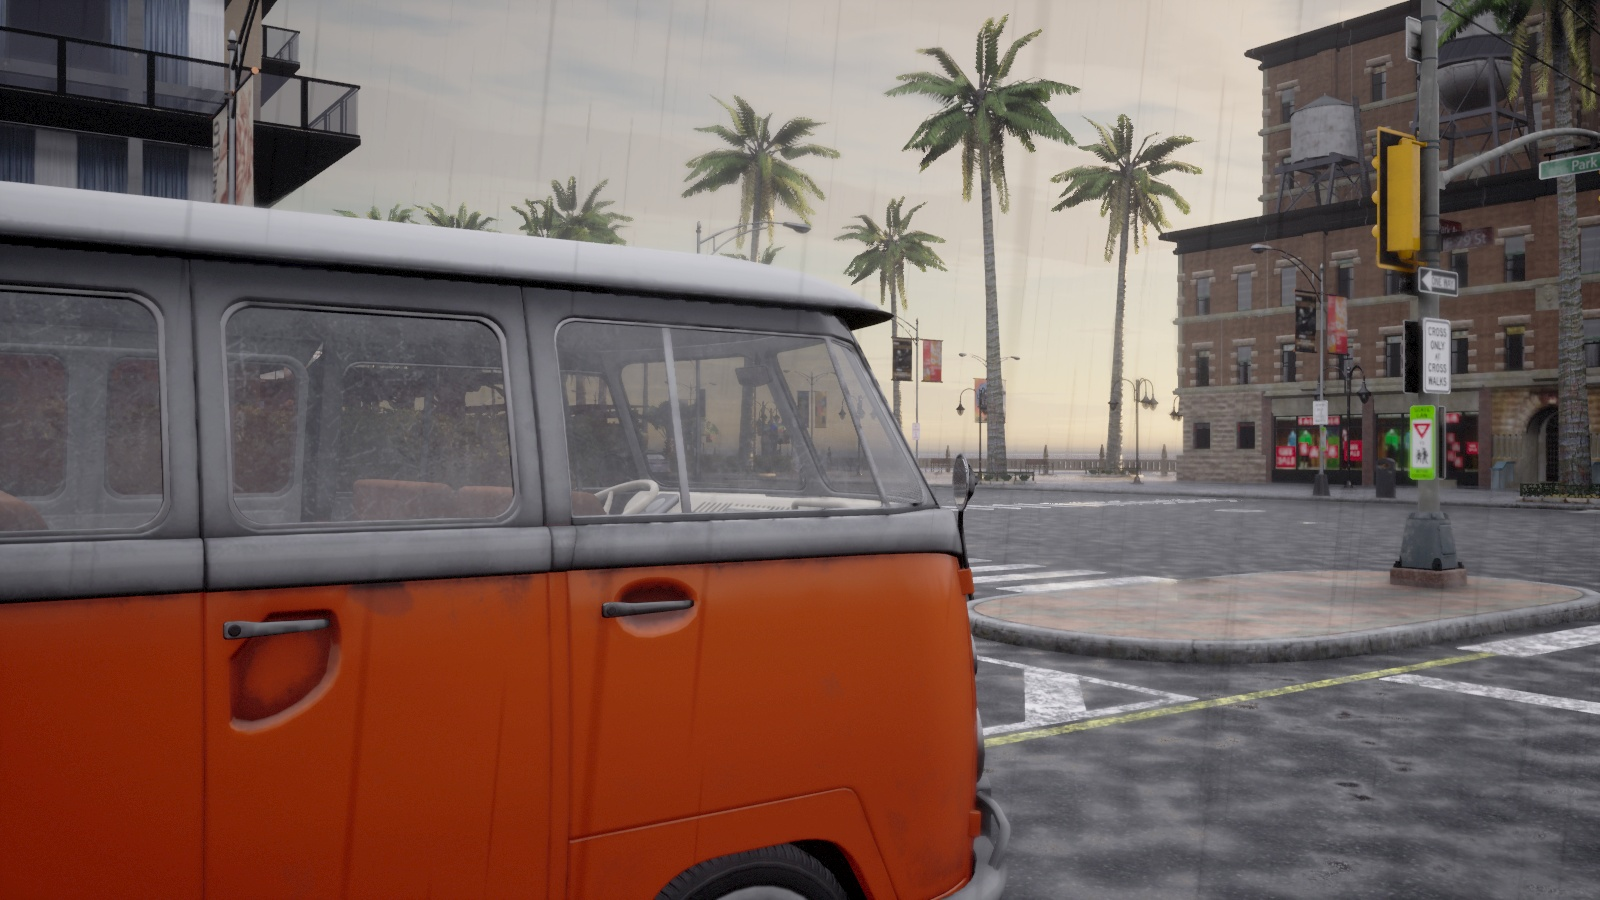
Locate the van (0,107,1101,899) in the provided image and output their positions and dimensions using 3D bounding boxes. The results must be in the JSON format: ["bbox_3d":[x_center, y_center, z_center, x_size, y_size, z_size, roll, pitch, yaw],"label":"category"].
[{"bbox_3d":[-1.588,0.507,2.554,4.442,1.987,1.775,0,0,-35],"label":"van"}]
